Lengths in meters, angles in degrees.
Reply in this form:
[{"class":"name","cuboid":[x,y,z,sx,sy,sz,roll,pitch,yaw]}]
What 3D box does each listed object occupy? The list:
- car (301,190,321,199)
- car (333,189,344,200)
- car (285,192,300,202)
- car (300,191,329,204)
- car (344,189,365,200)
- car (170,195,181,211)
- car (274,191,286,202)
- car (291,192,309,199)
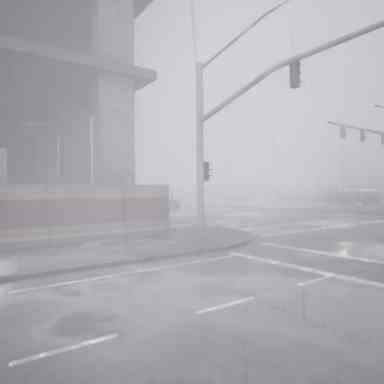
[{"class":"car","cuboid":[25.597,0.576,71.487,4.605,1.855,1.932,-1,0,-35]},{"class":"car","cuboid":[38.207,0.653,84.013,3.806,1.475,1.970,-1,0,-35]},{"class":"car","cuboid":[18.125,0.926,56.085,3.905,1.438,1.784,-1,0,-35]},{"class":"car","cuboid":[19.800,0.957,53.724,3.806,1.475,1.970,-1,0,-35]},{"class":"car","cuboid":[39.872,0.414,81.645,3.866,1.878,1.905,-1,0,-35]},{"class":"car","cuboid":[-3.462,1.000,36.583,2.150,2.045,5.566,-1,0,-36]},{"class":"car","cuboid":[16.529,0.717,58.243,4.605,1.855,1.932,-1,0,-35]},{"class":"car","cuboid":[23.975,0.786,73.887,3.905,1.438,1.784,-1,0,-35]}]
